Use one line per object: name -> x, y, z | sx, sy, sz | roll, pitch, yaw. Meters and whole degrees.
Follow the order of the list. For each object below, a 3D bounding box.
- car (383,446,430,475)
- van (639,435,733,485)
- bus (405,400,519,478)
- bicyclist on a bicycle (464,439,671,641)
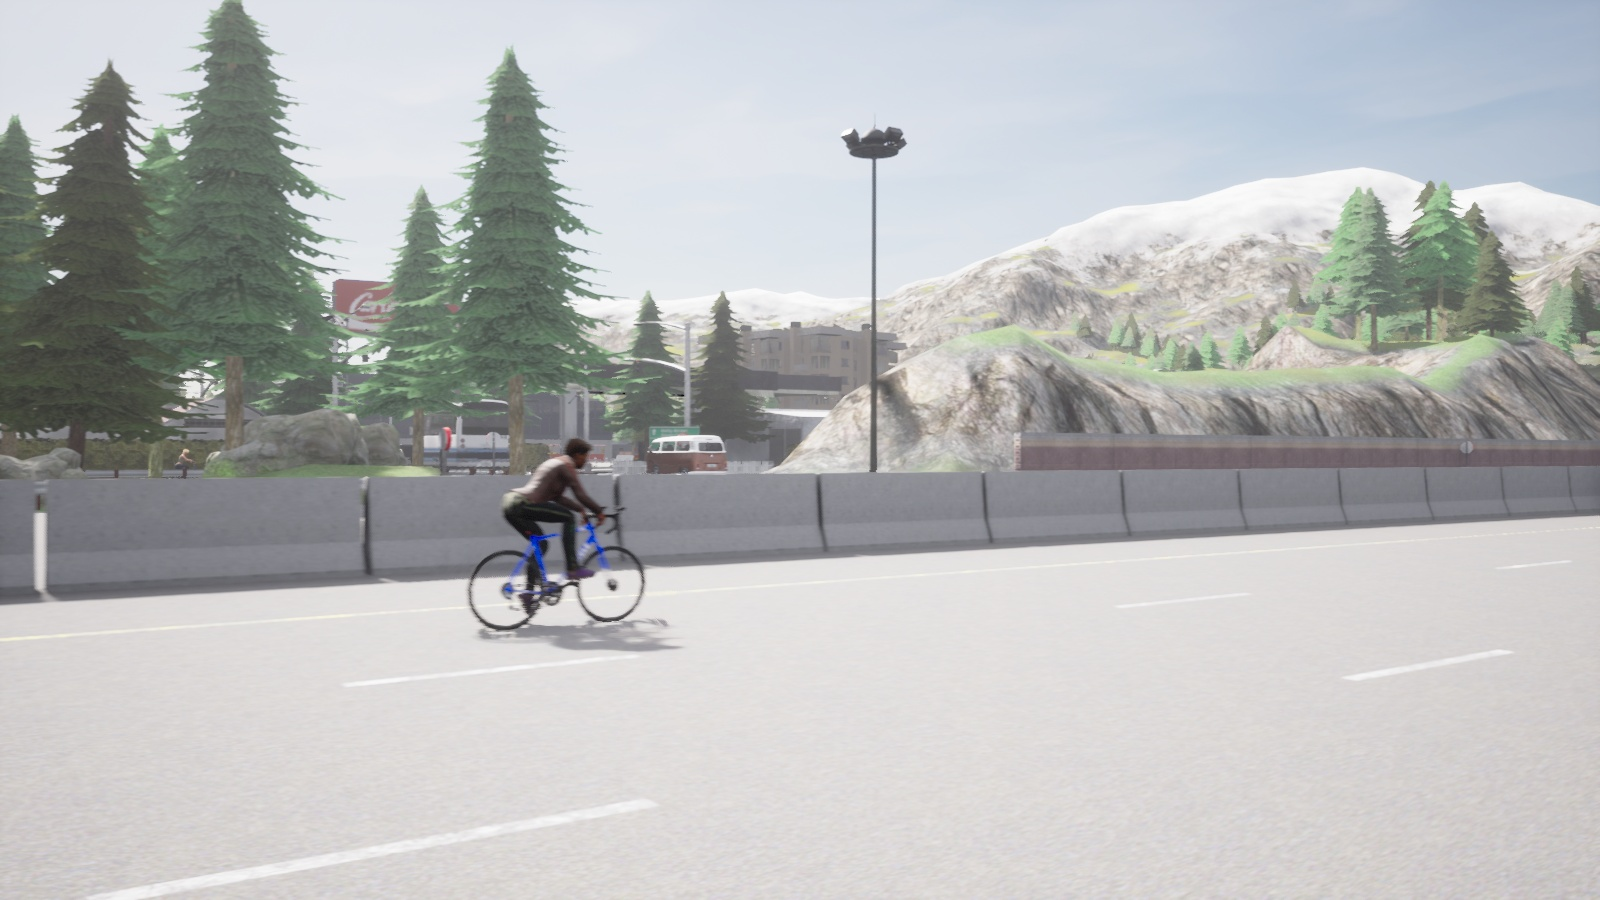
car -> -26.548, 0.685, 84.678 | 1.905, 1.878, 3.866 | 1, 0, -35
van -> -4.958, 0.415, 53.969 | 2.069, 2.038, 4.480 | 0, 0, -35
bus -> -20.093, -0.598, 74.005 | 3.944, 4.253, 10.273 | 0, 0, -30
bicyclist on a bicycle -> -1.979, 0.728, 10.810 | 1.656, 1.620, 0.582 | 0, 0, -35
